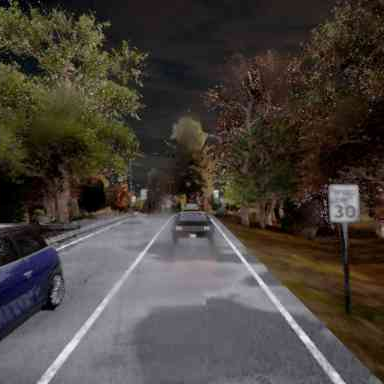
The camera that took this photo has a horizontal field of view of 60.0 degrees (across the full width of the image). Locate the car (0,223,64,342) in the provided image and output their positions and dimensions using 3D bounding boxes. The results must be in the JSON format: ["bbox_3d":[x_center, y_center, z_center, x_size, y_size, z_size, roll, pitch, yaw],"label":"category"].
[{"bbox_3d":[-3.616,1.358,4.784,2.097,1.767,4.553,0,0,0],"label":"car"}]

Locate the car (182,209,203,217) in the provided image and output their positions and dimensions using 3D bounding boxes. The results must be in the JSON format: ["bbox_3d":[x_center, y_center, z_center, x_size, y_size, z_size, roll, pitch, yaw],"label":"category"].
[{"bbox_3d":[0.194,5.762,91.592,5.566,2.045,2.150,0,-5,12],"label":"car"}]

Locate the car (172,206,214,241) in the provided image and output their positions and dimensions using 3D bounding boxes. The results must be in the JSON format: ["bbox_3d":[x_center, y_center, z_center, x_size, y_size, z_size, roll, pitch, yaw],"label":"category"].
[{"bbox_3d":[0.033,1.615,16.635,1.895,1.301,4.718,0,0,0],"label":"car"}]

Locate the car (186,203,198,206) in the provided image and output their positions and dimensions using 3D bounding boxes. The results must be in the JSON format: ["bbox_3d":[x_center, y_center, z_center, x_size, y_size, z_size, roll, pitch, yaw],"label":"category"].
[{"bbox_3d":[-0.007,1.974,38.466,2.033,1.411,5.357,0,-3,1],"label":"car"}]

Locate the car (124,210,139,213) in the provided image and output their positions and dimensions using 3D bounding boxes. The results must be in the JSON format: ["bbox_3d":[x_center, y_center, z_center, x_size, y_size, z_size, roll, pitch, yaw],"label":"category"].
[{"bbox_3d":[-15.862,5.450,86.318,2.097,1.767,4.553,-4,-5,40],"label":"car"}]
